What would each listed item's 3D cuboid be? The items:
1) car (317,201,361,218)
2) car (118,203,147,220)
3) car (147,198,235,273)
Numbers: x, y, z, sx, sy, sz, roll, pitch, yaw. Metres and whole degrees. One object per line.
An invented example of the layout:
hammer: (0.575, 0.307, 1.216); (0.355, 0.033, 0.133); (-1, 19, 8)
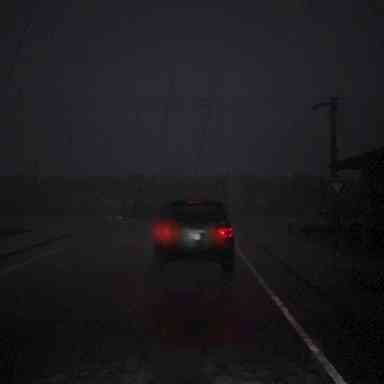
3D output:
car: (12.854, 1.476, 27.416); (5.008, 1.535, 1.882); (0, 0, 1)
car: (-3.663, 1.546, 26.665); (5.357, 1.411, 2.033); (0, 0, 40)
car: (0.075, 1.206, 10.782); (2.150, 2.045, 5.566); (0, 0, 0)
